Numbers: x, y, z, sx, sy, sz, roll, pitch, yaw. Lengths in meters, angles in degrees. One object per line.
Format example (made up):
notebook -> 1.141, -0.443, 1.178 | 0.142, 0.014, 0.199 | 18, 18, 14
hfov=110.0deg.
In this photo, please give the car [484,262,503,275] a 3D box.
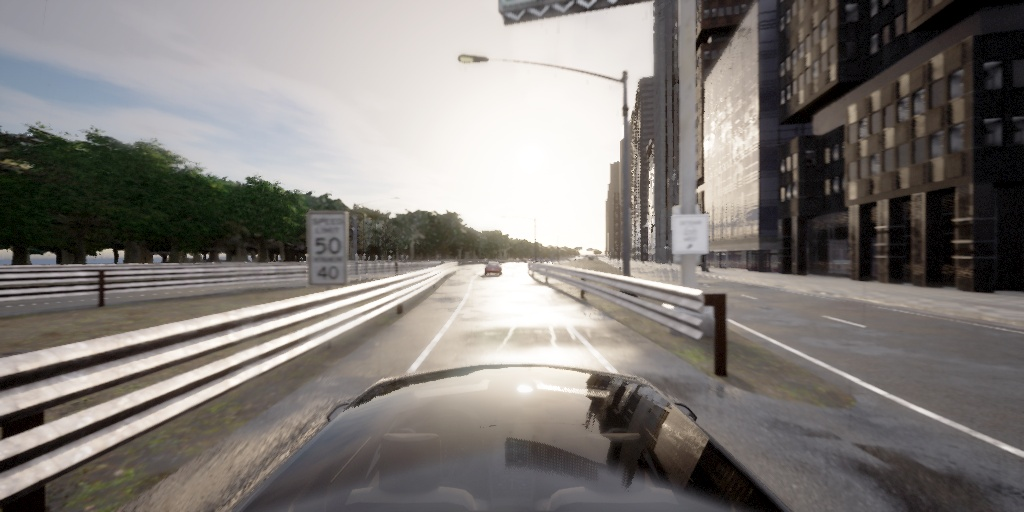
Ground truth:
car -> -2.071, 1.382, 40.318 | 1.994, 1.385, 4.181 | 0, 0, -1
